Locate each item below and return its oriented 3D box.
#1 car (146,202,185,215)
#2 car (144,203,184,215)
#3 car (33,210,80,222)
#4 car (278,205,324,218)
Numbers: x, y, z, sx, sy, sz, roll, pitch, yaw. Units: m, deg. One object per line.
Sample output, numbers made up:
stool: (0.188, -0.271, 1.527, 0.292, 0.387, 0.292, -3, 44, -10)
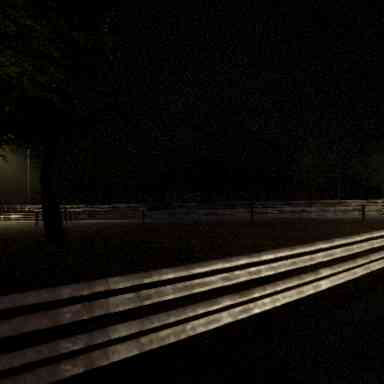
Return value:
car: (-3.443, 2.142, 43.760, 4.902, 1.511, 2.128, -1, 0, 2)
car: (-3.563, 2.149, 40.262, 4.674, 1.442, 1.812, -1, 0, 2)
car: (-15.087, 2.509, 37.155, 4.718, 1.301, 1.895, -1, 0, 2)
car: (11.857, 2.103, 36.234, 4.718, 1.301, 1.895, -1, 0, 2)
